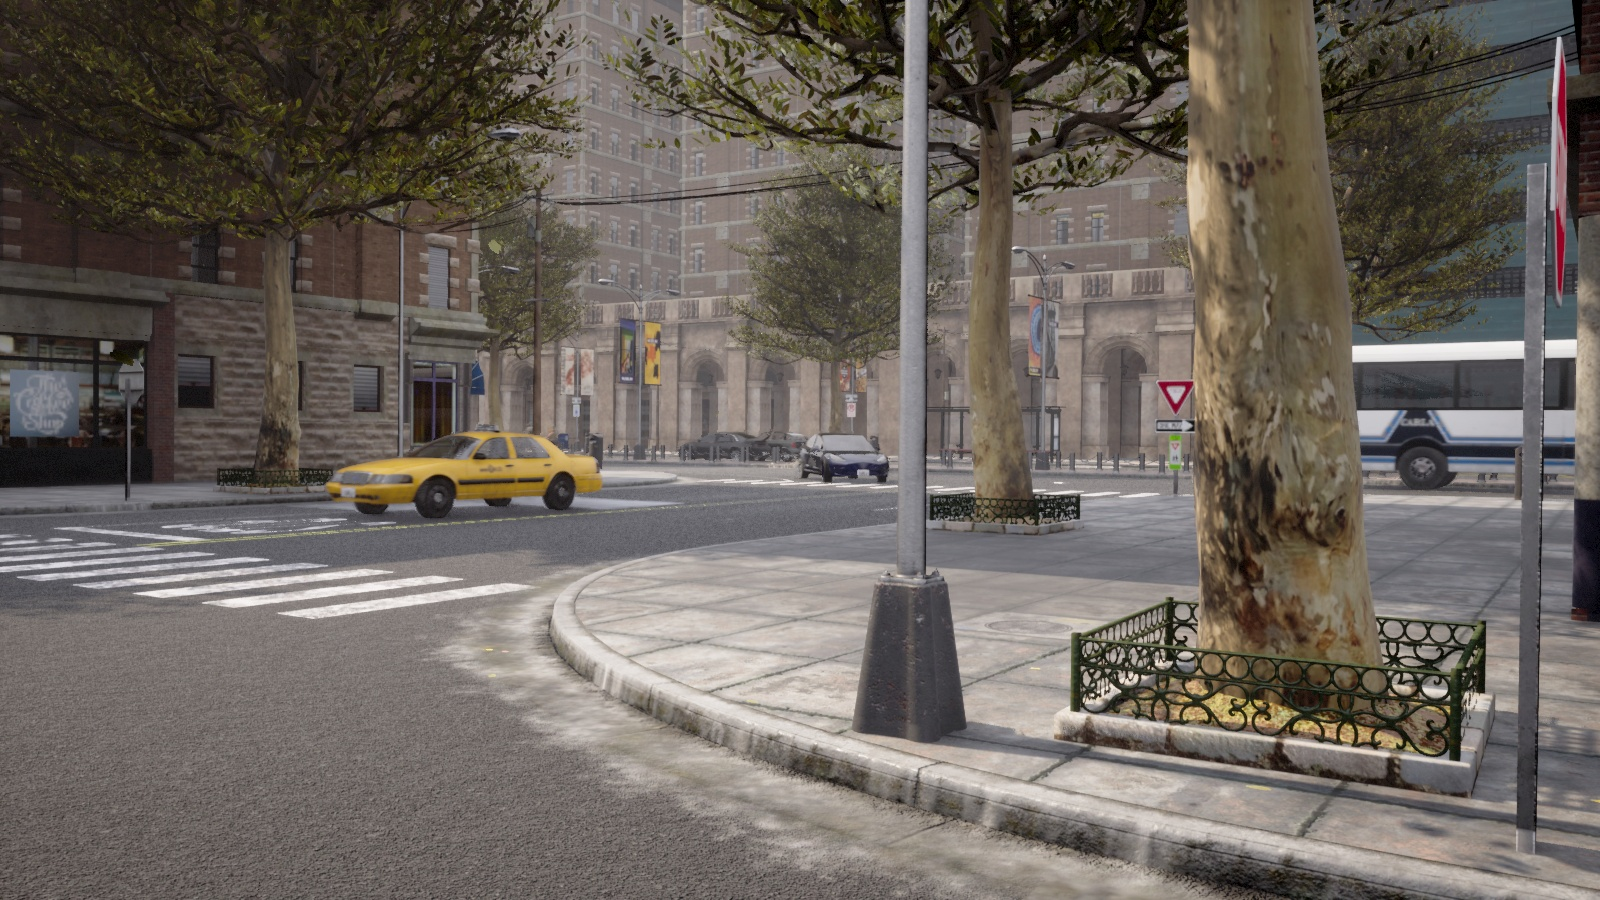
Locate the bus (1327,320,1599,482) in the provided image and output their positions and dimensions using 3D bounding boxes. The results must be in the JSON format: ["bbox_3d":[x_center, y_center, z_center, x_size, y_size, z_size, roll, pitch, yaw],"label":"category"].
[{"bbox_3d":[20.717,-1.316,35.394,10.273,4.253,3.944,0,1,33],"label":"bus"}]

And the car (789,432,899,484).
[{"bbox_3d":[1.276,0.190,38.786,2.163,1.488,4.792,-1,1,-14],"label":"car"}]

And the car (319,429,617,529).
[{"bbox_3d":[-5.758,0.414,22.601,1.801,1.575,5.366,0,1,33],"label":"car"}]

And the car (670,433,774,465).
[{"bbox_3d":[-3.819,-0.063,61.121,4.892,1.490,1.837,0,1,33],"label":"car"}]

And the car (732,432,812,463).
[{"bbox_3d":[-1.414,-0.147,63.728,3.705,1.549,1.789,0,1,33],"label":"car"}]
